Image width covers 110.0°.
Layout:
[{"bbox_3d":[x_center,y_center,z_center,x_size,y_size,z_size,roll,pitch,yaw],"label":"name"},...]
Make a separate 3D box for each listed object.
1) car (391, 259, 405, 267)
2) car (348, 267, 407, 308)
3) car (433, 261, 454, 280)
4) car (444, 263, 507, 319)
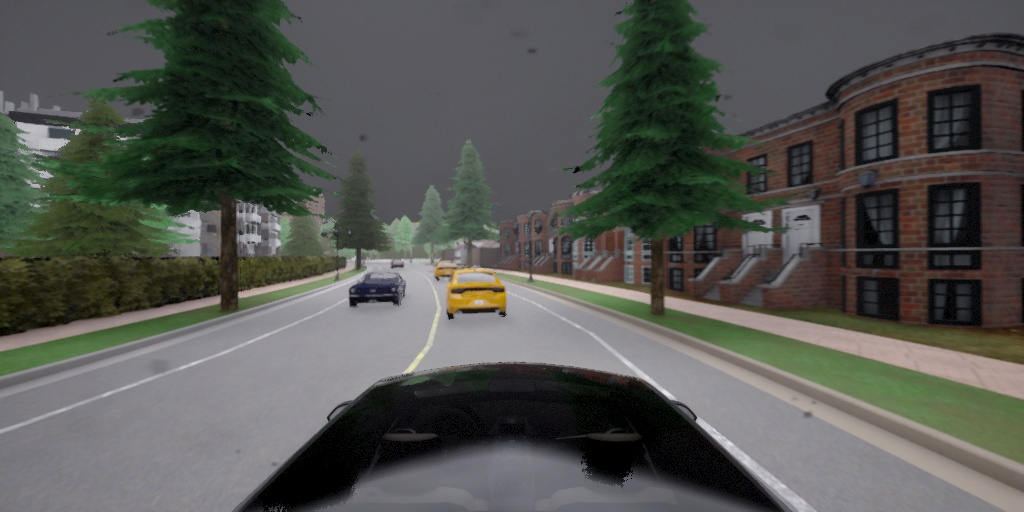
[{"bbox_3d":[-18.055,1.223,56.593,1.882,1.535,5.008,-1,0,-21],"label":"car"},{"bbox_3d":[-5.653,1.360,15.518,1.895,1.301,4.718,-1,0,-13],"label":"car"},{"bbox_3d":[-5.698,1.189,30.946,1.882,1.535,5.008,-1,0,-15],"label":"car"},{"bbox_3d":[-1.409,1.205,12.975,1.882,1.535,5.008,0,0,-10],"label":"car"}]
